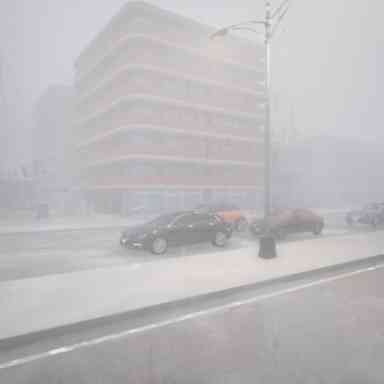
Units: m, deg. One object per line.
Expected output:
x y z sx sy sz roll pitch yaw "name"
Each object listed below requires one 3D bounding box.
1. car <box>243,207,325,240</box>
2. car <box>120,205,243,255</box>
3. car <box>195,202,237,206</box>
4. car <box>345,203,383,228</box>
5.052 1.536 17.302 4.674 1.442 1.812 0 0 -36 "car"
-0.486 1.508 13.459 4.892 1.490 1.837 -1 0 -35 "car"
0.871 1.360 18.649 4.553 1.767 2.097 0 0 -35 "car"
12.359 1.509 22.542 4.902 1.511 2.128 0 0 -35 "car"
